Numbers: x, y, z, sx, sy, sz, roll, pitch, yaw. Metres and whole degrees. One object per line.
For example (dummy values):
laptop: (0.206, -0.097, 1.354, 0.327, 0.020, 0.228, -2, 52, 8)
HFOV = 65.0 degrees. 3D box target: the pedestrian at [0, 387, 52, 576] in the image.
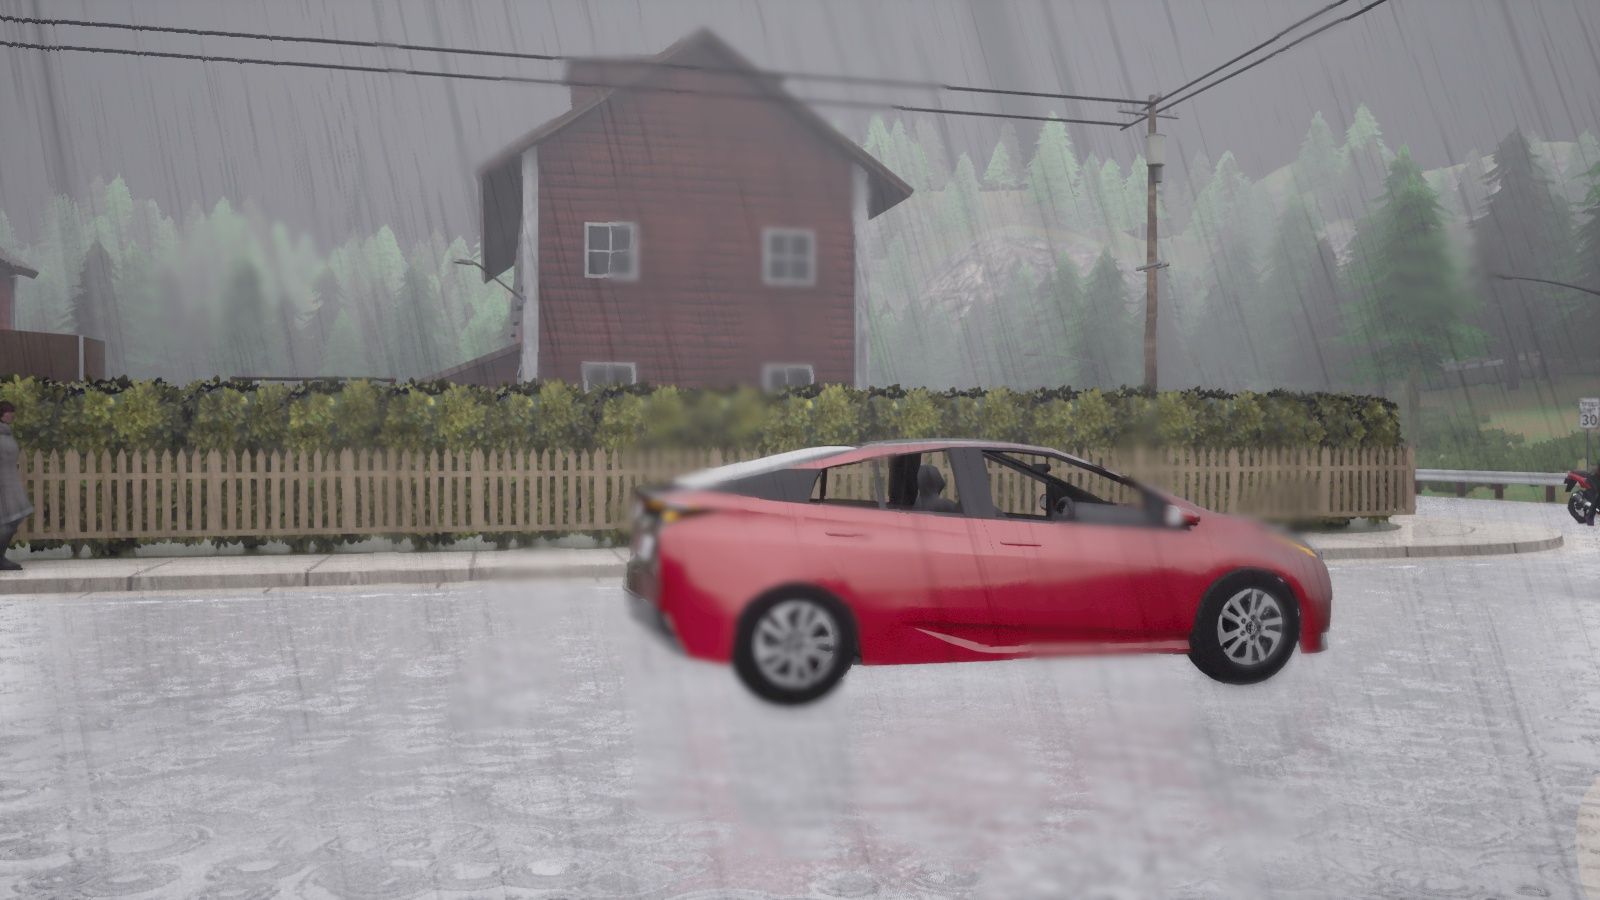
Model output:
pedestrian: (-8.489, 0.320, 13.227, 0.873, 1.952, 0.659, 0, 0, -12)

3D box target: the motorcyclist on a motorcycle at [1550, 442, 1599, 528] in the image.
motorcyclist on a motorcycle: (14.482, 0.614, 22.301, 0.797, 1.523, 2.044, 0, 0, -13)

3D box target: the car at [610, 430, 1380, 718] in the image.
car: (1.131, 0.648, 8.161, 4.514, 1.525, 2.007, 0, 0, -14)
